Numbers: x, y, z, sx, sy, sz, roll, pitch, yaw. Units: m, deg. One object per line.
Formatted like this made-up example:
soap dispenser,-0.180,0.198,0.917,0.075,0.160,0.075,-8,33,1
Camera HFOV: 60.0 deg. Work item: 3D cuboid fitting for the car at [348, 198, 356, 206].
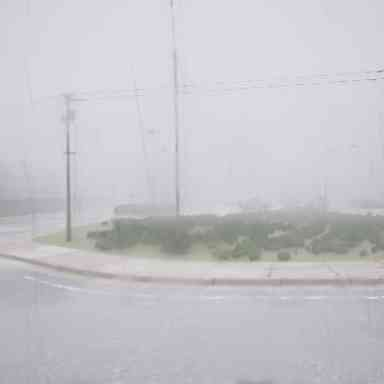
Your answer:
car,29.815,1.842,59.752,1.882,1.535,5.008,-1,-1,-1

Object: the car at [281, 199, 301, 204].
car,21.525,2.164,72.094,4.193,1.474,1.816,-1,-1,-1

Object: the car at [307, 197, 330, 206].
car,22.255,1.774,58.624,3.866,1.878,1.905,-1,-1,-1

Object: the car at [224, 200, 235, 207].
car,8.677,2.361,70.741,3.905,1.438,1.784,-1,-1,-1

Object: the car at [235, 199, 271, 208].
car,9.128,1.831,48.271,4.605,1.855,1.932,-1,-1,-1

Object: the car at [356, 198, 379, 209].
car,26.468,1.731,48.465,1.882,1.535,5.008,-1,-1,0

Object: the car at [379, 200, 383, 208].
car,22.554,1.600,34.420,4.611,1.667,2.242,-1,-1,-1
